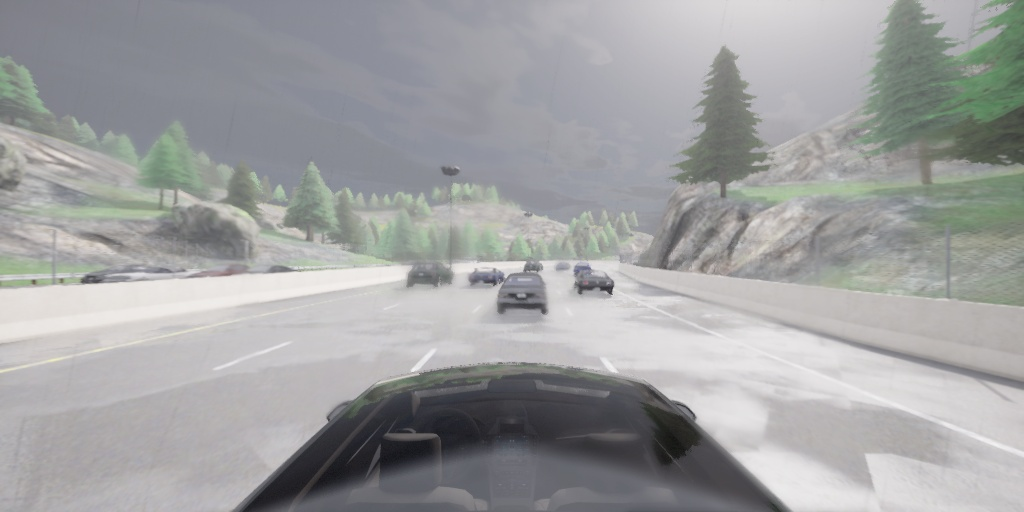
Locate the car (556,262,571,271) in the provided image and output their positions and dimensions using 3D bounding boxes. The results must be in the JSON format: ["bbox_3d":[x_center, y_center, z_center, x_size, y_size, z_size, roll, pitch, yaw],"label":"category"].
[{"bbox_3d":[8.054,1.623,55.427,2.033,1.411,5.357,0,0,17],"label":"car"}]

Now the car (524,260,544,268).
[{"bbox_3d":[3.113,1.375,50.517,2.097,1.767,4.553,0,0,15],"label":"car"}]

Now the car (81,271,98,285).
[{"bbox_3d":[-26.723,1.298,24.930,1.994,1.385,4.181,0,0,7],"label":"car"}]

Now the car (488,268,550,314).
[{"bbox_3d":[0.508,1.366,14.219,2.033,1.411,5.357,0,0,4],"label":"car"}]

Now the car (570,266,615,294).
[{"bbox_3d":[4.699,1.478,21.103,1.895,1.301,4.718,0,0,6],"label":"car"}]

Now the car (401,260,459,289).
[{"bbox_3d":[-5.441,1.194,24.532,2.097,1.767,4.553,0,0,7],"label":"car"}]

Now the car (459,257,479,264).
[{"bbox_3d":[-7.759,1.261,63.686,2.150,2.045,5.566,0,0,18],"label":"car"}]

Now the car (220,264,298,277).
[{"bbox_3d":[-16.296,1.308,23.848,1.812,1.442,4.674,0,0,7],"label":"car"}]

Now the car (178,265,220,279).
[{"bbox_3d":[-19.707,1.295,24.798,1.812,1.442,4.674,0,0,7],"label":"car"}]

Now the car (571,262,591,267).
[{"bbox_3d":[8.458,1.490,43.061,1.882,1.535,5.008,0,0,13],"label":"car"}]

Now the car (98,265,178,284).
[{"bbox_3d":[-23.373,1.345,23.648,1.895,1.301,4.718,0,0,6],"label":"car"}]

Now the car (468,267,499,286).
[{"bbox_3d":[-1.743,1.471,26.155,1.895,1.301,4.718,0,0,7],"label":"car"}]
